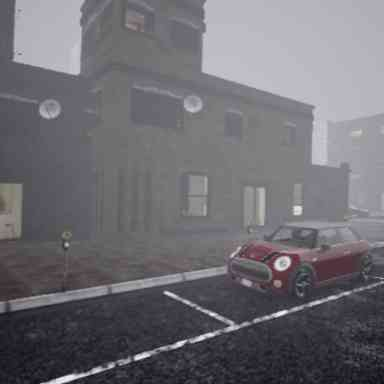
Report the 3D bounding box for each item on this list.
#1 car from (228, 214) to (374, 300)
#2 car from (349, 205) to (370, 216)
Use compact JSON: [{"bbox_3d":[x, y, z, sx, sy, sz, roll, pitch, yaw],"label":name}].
[{"bbox_3d":[2.860,1.520,8.579,4.097,1.590,1.967,1,1,-35],"label":"car"},{"bbox_3d":[16.167,1.981,34.808,1.887,1.381,4.507,2,-1,-35],"label":"car"}]
